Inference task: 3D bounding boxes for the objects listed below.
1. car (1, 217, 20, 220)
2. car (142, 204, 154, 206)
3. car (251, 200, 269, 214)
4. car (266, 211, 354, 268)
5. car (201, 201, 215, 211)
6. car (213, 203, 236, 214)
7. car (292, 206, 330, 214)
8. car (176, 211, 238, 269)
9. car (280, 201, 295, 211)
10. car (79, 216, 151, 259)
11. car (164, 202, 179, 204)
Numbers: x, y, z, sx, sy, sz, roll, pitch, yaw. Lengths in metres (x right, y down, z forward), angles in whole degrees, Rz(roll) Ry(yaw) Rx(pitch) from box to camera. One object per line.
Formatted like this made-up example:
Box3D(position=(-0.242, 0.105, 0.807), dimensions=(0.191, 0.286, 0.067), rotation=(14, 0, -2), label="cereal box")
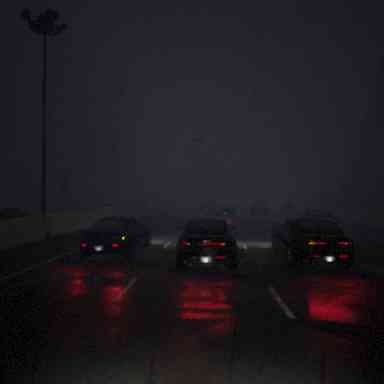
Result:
Box3D(position=(-12.785, 1.714, 22.075), dimensions=(1.812, 1.442, 4.674), rotation=(0, -1, 7), label="car")
Box3D(position=(-7.830, 1.855, 62.085), dimensions=(2.150, 2.045, 5.566), rotation=(0, -1, 17), label="car")
Box3D(position=(8.689, 1.841, 42.524), dimensions=(2.097, 1.767, 4.553), rotation=(0, -1, 14), label="car")
Box3D(position=(4.065, 1.650, 11.859), dimensions=(1.837, 1.490, 4.892), rotation=(0, 0, 4), label="car")
Box3D(position=(2.500, 2.015, 46.574), dimensions=(1.837, 1.490, 4.892), rotation=(0, 0, 14), label="car")
Box3D(position=(3.910, 2.016, 37.295), dimensions=(1.895, 1.301, 4.718), rotation=(0, -1, 12), label="car")
Box3D(position=(8.687, 1.887, 23.562), dimensions=(1.895, 1.301, 4.718), rotation=(0, -1, 8), label="car")
Box3D(position=(0.542, 1.635, 11.661), dimensions=(1.837, 1.490, 4.892), rotation=(0, 0, 4), label="car")
Box3D(position=(14.209, 2.062, 49.462), dimensions=(1.882, 1.535, 5.008), rotation=(0, -1, 16), label="car")
Box3D(position=(-2.871, 1.656, 13.090), dimensions=(1.812, 1.442, 4.674), rotation=(0, 0, 4), label="car")
Box3D(position=(-3.942, 2.160, 62.789), dimensions=(1.837, 1.490, 4.892), rotation=(0, 0, 18), label="car")
